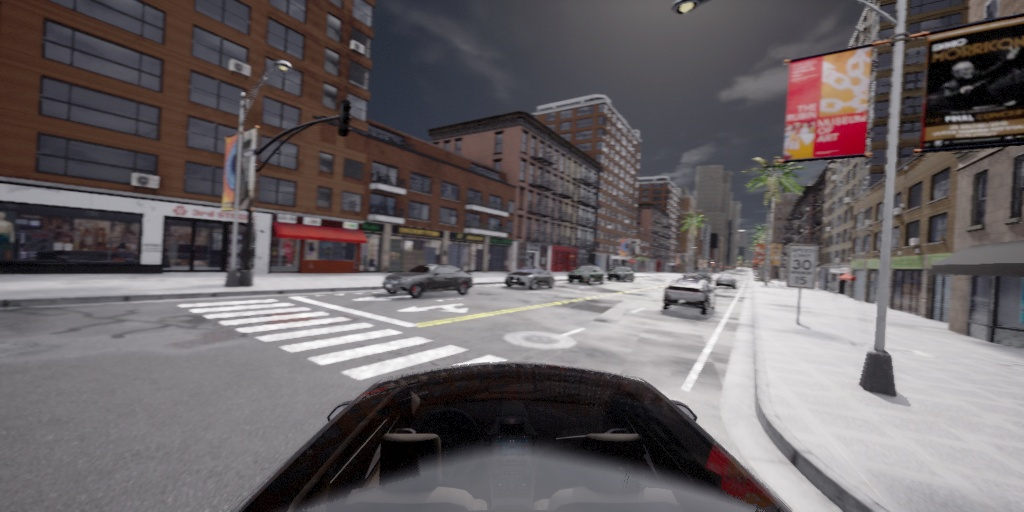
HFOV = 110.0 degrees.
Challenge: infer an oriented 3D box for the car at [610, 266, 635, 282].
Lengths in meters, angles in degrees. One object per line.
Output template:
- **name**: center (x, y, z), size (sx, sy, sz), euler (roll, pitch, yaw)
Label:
- **car**: center (12.397, 1.966, 40.769), size (2.097, 1.767, 4.553), euler (4, 0, 34)

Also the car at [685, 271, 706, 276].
- **car**: center (20.768, 2.657, 41.368), size (1.837, 1.490, 4.892), euler (4, 0, 34)

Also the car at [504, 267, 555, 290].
- **car**: center (1.270, 1.440, 24.154), size (1.994, 1.385, 4.181), euler (4, 0, 34)

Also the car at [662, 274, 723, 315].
- **car**: center (8.603, 1.834, 17.266), size (2.128, 1.511, 4.902), euler (4, 0, 34)

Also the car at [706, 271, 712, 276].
- **car**: center (26.699, 2.885, 50.261), size (2.097, 1.767, 4.553), euler (4, 0, 34)

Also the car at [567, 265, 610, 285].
- **car**: center (6.718, 1.592, 32.306), size (2.097, 1.767, 4.553), euler (4, 0, 34)

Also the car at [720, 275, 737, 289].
- **car**: center (24.882, 2.981, 41.693), size (1.994, 1.385, 4.181), euler (4, 0, 34)

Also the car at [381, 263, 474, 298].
- **car**: center (-3.717, 1.062, 16.650), size (1.812, 1.442, 4.674), euler (4, 0, 35)
